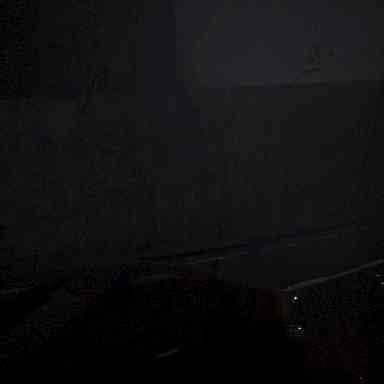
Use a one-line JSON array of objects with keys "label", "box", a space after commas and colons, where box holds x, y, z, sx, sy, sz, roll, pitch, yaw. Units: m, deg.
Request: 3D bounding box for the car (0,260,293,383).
[{"label": "car", "box": [-0.927, 1.520, 3.322, 4.674, 1.442, 1.812, 0, 0, -35]}]
